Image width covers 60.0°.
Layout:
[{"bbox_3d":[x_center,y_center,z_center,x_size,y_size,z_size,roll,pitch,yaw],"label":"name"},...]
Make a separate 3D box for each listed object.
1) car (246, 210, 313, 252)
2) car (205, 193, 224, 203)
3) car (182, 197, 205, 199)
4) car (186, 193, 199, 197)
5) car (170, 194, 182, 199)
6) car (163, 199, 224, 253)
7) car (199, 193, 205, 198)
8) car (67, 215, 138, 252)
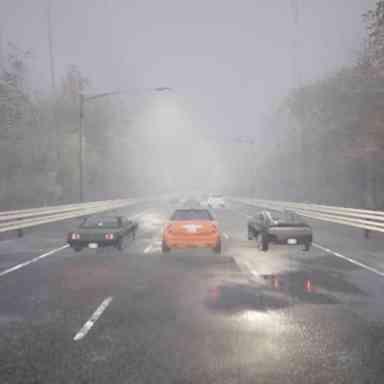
[{"bbox_3d":[3.496,1.505,14.030,2.128,1.511,4.902,0,0,0],"label":"car"},{"bbox_3d":[3.482,1.252,49.140,2.150,2.045,5.566,0,0,0],"label":"car"},{"bbox_3d":[-0.011,1.530,31.089,1.837,1.490,4.892,0,0,0],"label":"car"},{"bbox_3d":[-0.026,1.504,77.345,1.882,1.535,5.008,0,0,0],"label":"car"},{"bbox_3d":[-3.525,1.593,67.291,1.994,1.385,4.181,0,0,0],"label":"car"},{"bbox_3d":[-0.004,1.365,13.920,2.097,1.767,4.553,0,0,0],"label":"car"},{"bbox_3d":[3.470,1.248,87.440,2.150,2.045,5.566,0,0,0],"label":"car"},{"bbox_3d":[-3.505,1.614,14.015,1.895,1.301,4.718,0,0,0],"label":"car"}]
